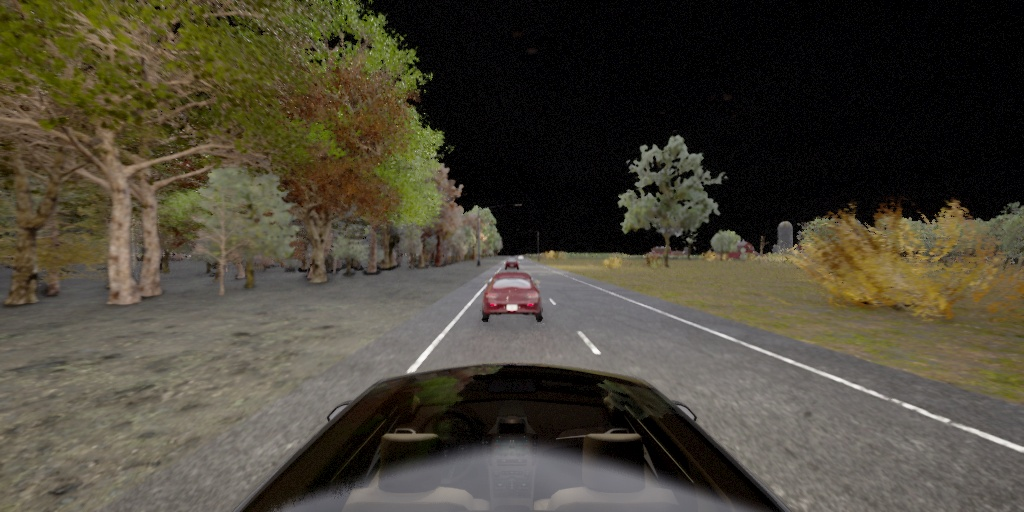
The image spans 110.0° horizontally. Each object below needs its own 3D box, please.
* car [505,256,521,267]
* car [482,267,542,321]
[{"bbox_3d":[0.007,1.135,51.773,1.882,1.535,5.008,0,0,0],"label":"car"},{"bbox_3d":[0.001,1.257,12.241,1.812,1.442,4.674,0,0,0],"label":"car"}]
